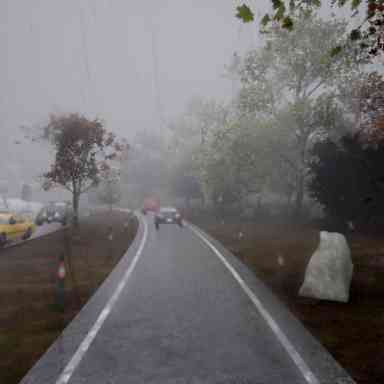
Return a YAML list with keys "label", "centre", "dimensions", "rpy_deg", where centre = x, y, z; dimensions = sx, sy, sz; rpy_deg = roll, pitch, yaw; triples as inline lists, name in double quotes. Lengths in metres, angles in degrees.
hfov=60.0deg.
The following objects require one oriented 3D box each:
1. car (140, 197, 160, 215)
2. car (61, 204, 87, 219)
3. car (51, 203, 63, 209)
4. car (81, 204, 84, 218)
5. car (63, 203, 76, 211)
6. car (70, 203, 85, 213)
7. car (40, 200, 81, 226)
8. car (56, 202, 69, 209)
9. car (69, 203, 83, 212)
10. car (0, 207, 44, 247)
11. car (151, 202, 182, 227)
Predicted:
- label: "car"
  centre: [-5.035, 1.690, 40.611]
  dimensions: [2.150, 2.045, 5.566]
  rpy_deg: [0, -1, -14]
- label: "car"
  centre: [-13.671, 2.234, 38.781]
  dimensions: [2.231, 1.521, 4.892]
  rpy_deg: [2, -2, -14]
- label: "car"
  centre: [-34.581, 3.535, 85.019]
  dimensions: [2.002, 1.452, 4.674]
  rpy_deg: [1, -2, -35]
- label: "car"
  centre: [-12.353, 2.107, 33.349]
  dimensions: [2.231, 1.521, 4.892]
  rpy_deg: [2, -2, -13]
- label: "car"
  centre: [-26.061, 3.119, 70.702]
  dimensions: [2.002, 1.452, 4.674]
  rpy_deg: [0, -1, -27]
- label: "car"
  centre: [-18.608, 2.606, 54.038]
  dimensions: [2.097, 1.535, 5.008]
  rpy_deg: [0, -2, -21]
- label: "car"
  centre: [-11.213, 1.730, 27.847]
  dimensions: [2.435, 2.045, 5.566]
  rpy_deg: [2, -2, -11]
- label: "car"
  centre: [-31.173, 3.321, 79.911]
  dimensions: [2.097, 1.535, 5.008]
  rpy_deg: [-2, -1, -29]
- label: "car"
  centre: [-20.955, 2.766, 59.912]
  dimensions: [2.231, 1.521, 4.892]
  rpy_deg: [0, -2, -22]
- label: "car"
  centre: [-9.570, 1.752, 16.625]
  dimensions: [1.946, 1.575, 5.366]
  rpy_deg: [2, -2, -5]
- label: "car"
  centre: [-1.819, 1.730, 24.267]
  dimensions: [1.812, 1.442, 4.674]
  rpy_deg: [0, -1, -8]
